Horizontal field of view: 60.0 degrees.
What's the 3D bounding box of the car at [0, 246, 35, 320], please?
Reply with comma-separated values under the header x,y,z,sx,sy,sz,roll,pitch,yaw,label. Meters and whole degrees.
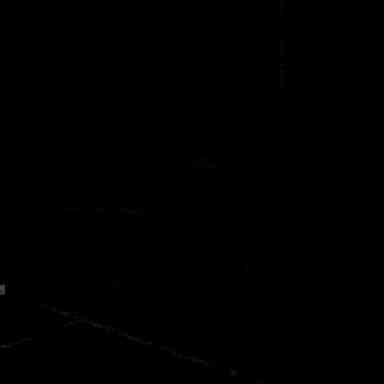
x,y,z,sx,sy,sz,roll,pitch,yaw,label
-4.718,1.571,6.325,4.313,1.339,1.947,0,0,35,car
